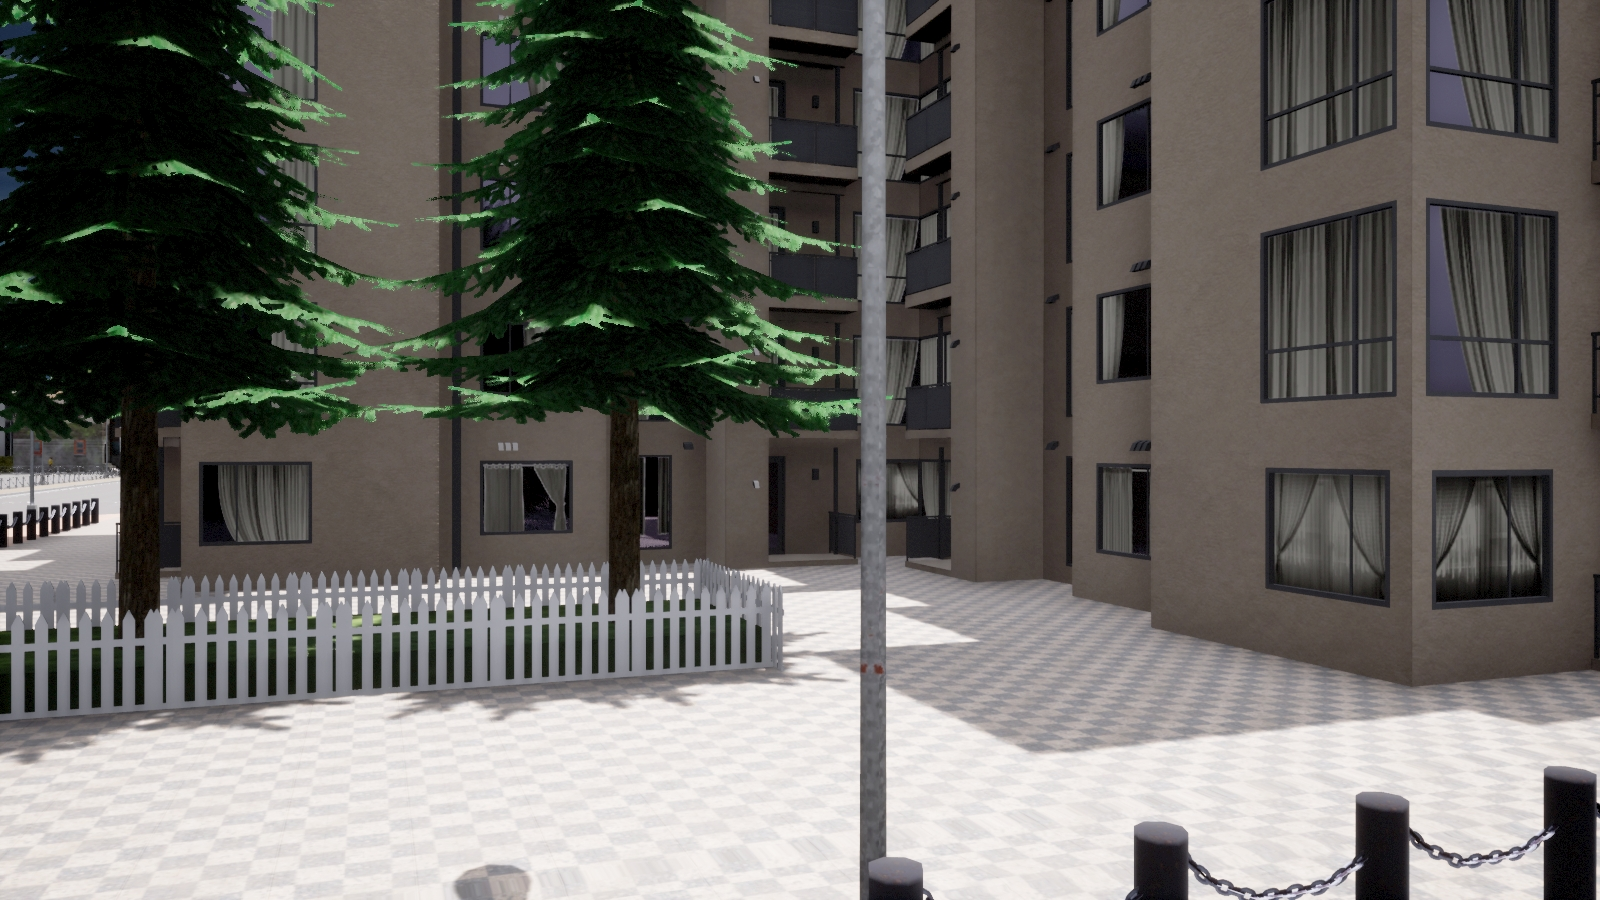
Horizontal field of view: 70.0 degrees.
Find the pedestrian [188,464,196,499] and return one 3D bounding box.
[{"bbox_3d":[-32.402,1.673,60.874,0.375,1.860,0.375,0,0,-25],"label":"pedestrian"}]
